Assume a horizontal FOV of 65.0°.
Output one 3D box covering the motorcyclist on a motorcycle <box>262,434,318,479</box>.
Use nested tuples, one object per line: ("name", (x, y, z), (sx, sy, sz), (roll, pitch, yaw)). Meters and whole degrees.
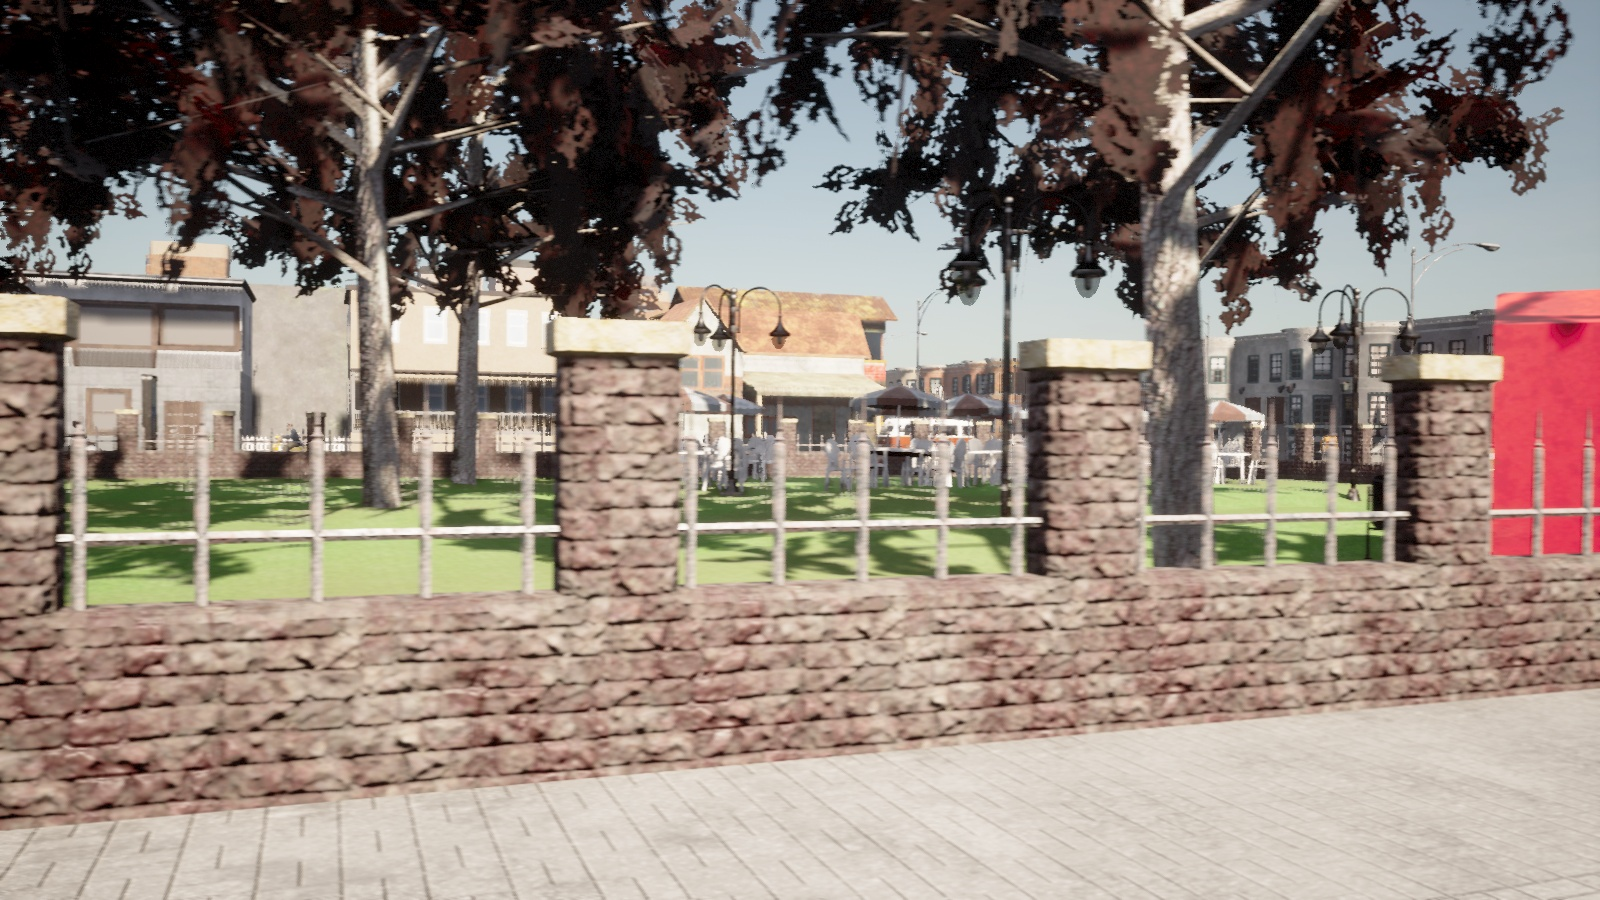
("motorcyclist on a motorcycle", (-18.348, 0.214, 45.228), (1.817, 1.590, 0.866), (-1, 1, -21))

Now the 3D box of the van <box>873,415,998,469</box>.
("van", (5.367, -0.349, 49.912), (4.480, 2.038, 2.069), (-1, 1, -21))

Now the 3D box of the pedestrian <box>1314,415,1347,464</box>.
("pedestrian", (20.087, -0.397, 47.553), (0.900, 1.855, 0.874), (-2, 1, -45))
